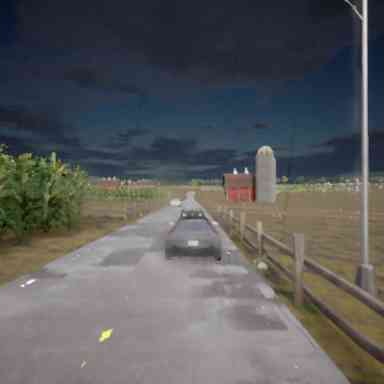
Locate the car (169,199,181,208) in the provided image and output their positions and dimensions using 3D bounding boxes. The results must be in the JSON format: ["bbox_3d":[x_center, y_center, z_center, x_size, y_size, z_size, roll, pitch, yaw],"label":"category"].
[{"bbox_3d":[-2.784,1.925,56.979,1.812,1.442,4.674,0,-1,0],"label":"car"}]

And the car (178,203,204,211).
[{"bbox_3d":[0.052,1.759,26.964,1.895,1.301,4.718,0,0,1],"label":"car"}]

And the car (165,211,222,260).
[{"bbox_3d":[0.055,1.632,12.758,1.994,1.385,4.181,0,0,0],"label":"car"}]
